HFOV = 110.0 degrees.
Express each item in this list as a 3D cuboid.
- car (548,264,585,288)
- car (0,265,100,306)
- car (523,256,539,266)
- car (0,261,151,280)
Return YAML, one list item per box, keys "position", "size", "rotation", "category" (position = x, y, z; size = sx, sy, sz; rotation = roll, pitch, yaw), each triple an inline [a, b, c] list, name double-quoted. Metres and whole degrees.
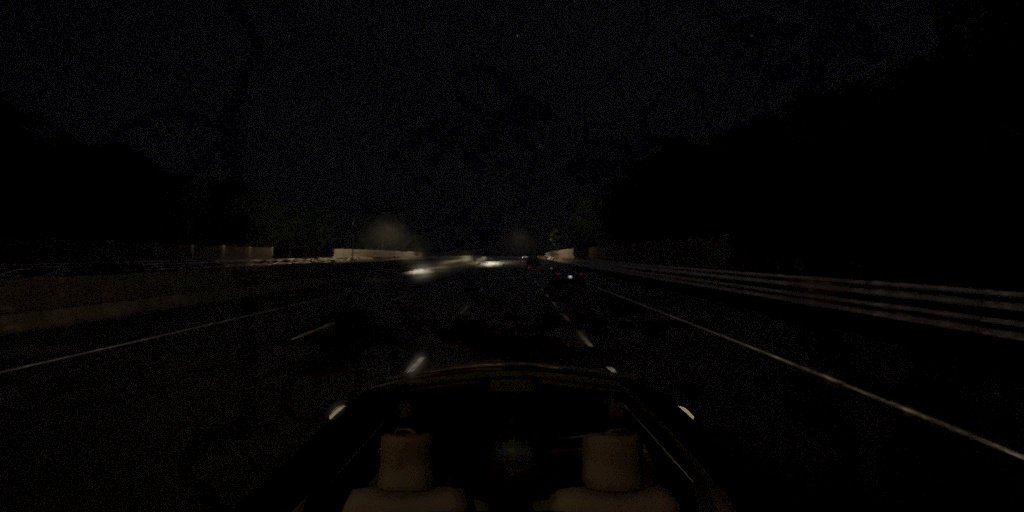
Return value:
- position: [3.497, 1.205, 23.523]
  size: [1.994, 1.385, 4.181]
  rotation: [0, 0, 0]
  category: "car"
- position: [-21.059, 1.211, 14.930]
  size: [2.128, 1.511, 4.902]
  rotation: [0, 0, 0]
  category: "car"
- position: [3.492, 0.740, 60.914]
  size: [2.097, 1.767, 4.553]
  rotation: [0, 1, 0]
  category: "car"
- position: [-17.559, 1.070, 14.789]
  size: [2.097, 1.767, 4.553]
  rotation: [0, 0, 0]
  category: "car"
